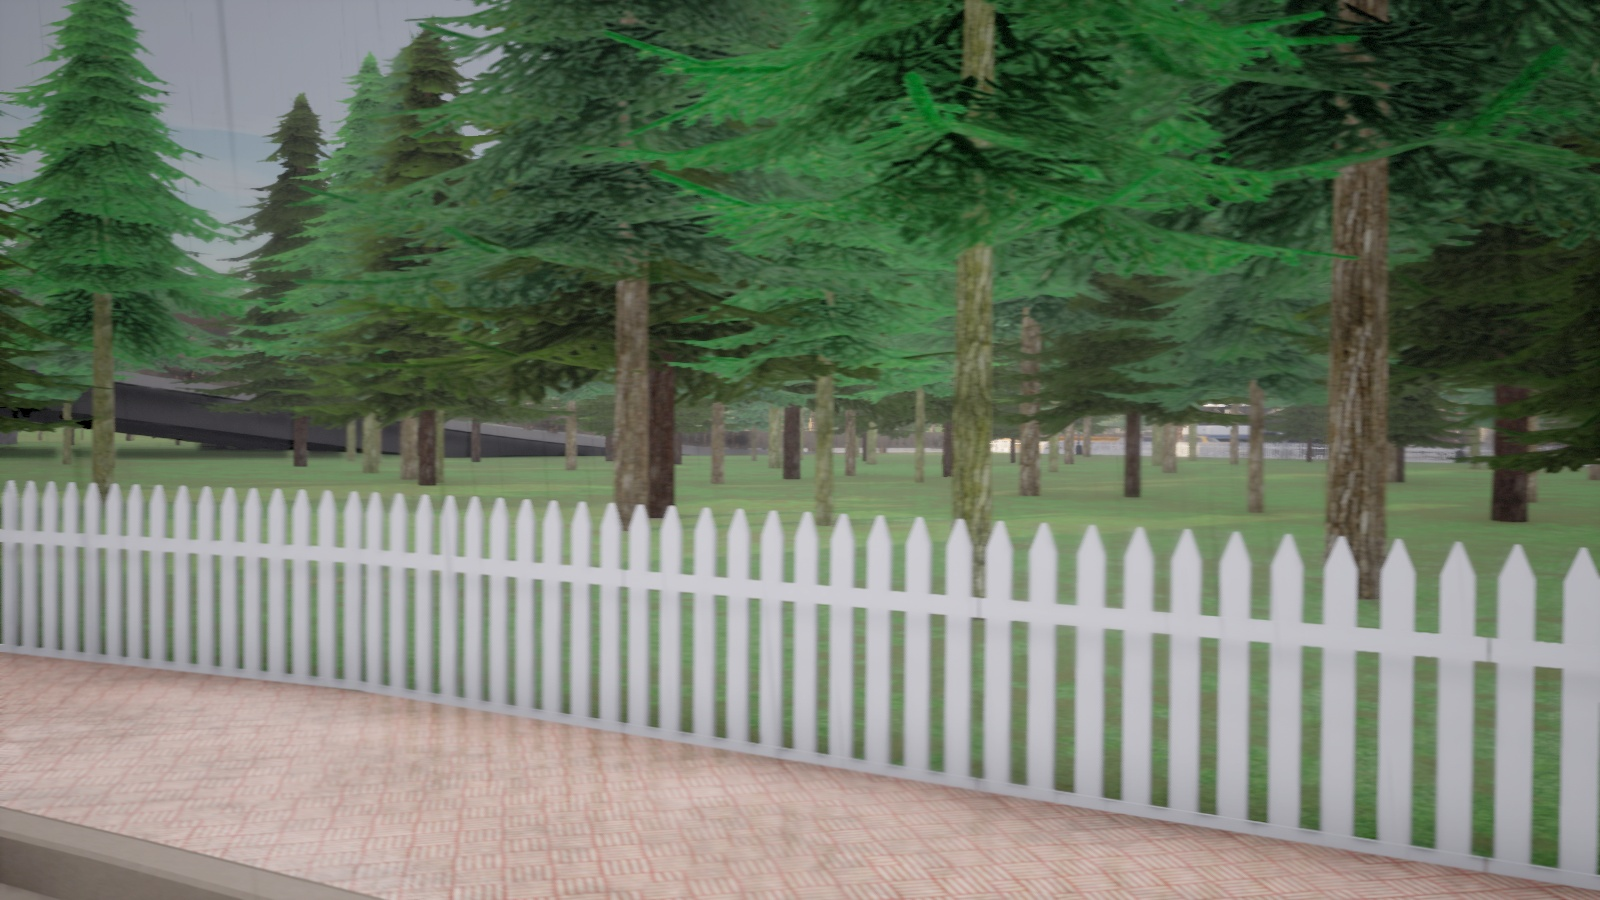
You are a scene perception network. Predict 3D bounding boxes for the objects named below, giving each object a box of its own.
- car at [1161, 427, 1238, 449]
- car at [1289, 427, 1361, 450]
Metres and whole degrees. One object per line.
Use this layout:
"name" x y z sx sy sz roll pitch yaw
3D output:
"car" 29.686 -0.920 93.371 1.801 1.575 5.366 -1 1 -38
"car" 35.744 -0.790 85.538 1.816 1.474 4.193 -1 1 -38
